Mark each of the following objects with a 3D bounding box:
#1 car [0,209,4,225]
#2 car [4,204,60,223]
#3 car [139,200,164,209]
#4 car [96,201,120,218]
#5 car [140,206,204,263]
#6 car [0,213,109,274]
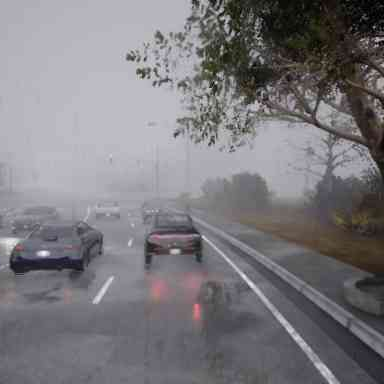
[{"bbox_3d":[-12.496,1.422,18.975,2.097,1.767,4.553,-1,1,-10],"label":"car"},{"bbox_3d":[-9.044,1.537,19.607,1.837,1.490,4.892,0,1,-10],"label":"car"},{"bbox_3d":[-3.117,1.380,26.551,2.033,1.411,5.357,-1,2,-13],"label":"car"},{"bbox_3d":[-7.093,1.417,28.120,1.895,1.301,4.718,-1,2,-14],"label":"car"},{"bbox_3d":[-0.743,1.508,12.084,2.128,1.511,4.902,0,0,-6],"label":"car"},{"bbox_3d":[-4.129,1.602,10.804,1.994,1.385,4.181,0,0,-6],"label":"car"}]
